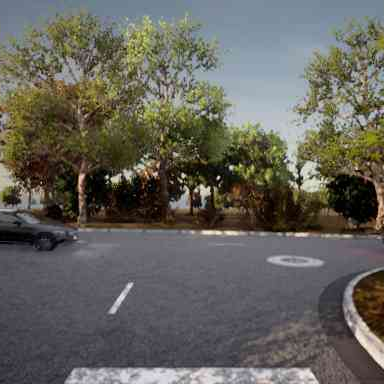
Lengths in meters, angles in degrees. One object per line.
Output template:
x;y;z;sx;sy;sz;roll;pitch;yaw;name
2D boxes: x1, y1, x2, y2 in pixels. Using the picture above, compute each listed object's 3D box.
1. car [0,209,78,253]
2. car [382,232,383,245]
-6.876;1.404;12.981;4.674;1.442;1.812;2;0;0;car
10.222;1.740;13.044;5.008;1.535;1.882;2;-1;0;car
